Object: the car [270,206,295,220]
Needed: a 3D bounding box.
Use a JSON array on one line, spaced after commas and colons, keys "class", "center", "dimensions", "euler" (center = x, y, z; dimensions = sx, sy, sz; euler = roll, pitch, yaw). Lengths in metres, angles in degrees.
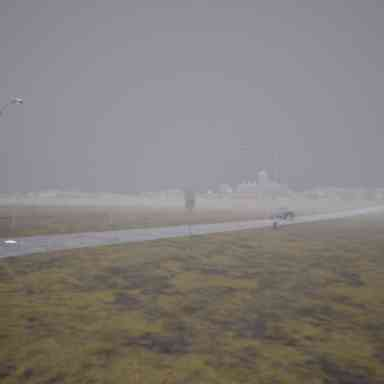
[{"class": "car", "center": [13.699, 3.093, 50.179], "dimensions": [2.150, 2.045, 5.566], "euler": [-1, -3, 35]}]
